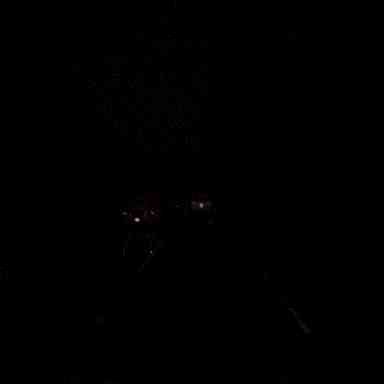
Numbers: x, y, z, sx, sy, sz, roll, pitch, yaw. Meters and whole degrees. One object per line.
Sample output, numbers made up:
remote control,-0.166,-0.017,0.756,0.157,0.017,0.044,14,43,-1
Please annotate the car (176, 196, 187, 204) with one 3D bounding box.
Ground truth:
car,-1.788,1.507,62.399,1.837,1.490,4.892,0,0,2

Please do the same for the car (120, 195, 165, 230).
car,-3.019,1.211,21.521,2.150,2.045,5.566,0,0,2

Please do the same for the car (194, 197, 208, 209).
car,1.364,1.497,47.821,1.882,1.535,5.008,0,0,2

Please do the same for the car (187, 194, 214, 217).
car,0.927,1.238,32.167,2.150,2.045,5.566,0,0,2
